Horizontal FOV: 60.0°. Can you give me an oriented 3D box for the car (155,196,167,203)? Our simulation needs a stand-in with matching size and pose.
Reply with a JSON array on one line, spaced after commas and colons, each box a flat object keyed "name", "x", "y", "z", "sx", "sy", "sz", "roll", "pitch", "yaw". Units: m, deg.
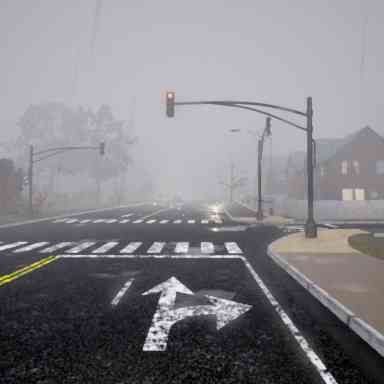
[{"name": "car", "x": -6.319, "y": 1.497, "z": 68.173, "sx": 1.882, "sy": 1.535, "sz": 5.008, "roll": 0, "pitch": 0, "yaw": 5}]

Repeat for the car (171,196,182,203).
[{"name": "car", "x": -3.085, "y": 1.536, "z": 67.855, "sx": 1.812, "sy": 1.442, "sz": 4.674, "roll": 0, "pitch": 0, "yaw": 5}]
